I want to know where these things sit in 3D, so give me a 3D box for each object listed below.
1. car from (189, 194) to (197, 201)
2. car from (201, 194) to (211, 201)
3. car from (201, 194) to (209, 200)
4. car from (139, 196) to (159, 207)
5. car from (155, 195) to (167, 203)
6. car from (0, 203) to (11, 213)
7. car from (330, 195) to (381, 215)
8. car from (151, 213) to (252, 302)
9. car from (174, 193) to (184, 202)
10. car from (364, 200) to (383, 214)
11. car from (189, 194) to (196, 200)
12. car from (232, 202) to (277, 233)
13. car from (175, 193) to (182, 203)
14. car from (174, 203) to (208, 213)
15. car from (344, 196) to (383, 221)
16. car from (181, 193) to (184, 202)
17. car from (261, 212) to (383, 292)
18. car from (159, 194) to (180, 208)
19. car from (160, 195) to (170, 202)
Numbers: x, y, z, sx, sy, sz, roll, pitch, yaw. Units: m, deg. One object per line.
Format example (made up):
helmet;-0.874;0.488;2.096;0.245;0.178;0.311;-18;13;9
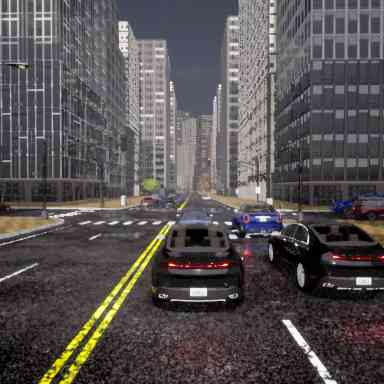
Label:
car;0.219;1.450;80.171;1.812;1.442;4.674;0;0;0
car;3.470;1.520;80.874;1.895;1.301;4.718;0;0;0
car;3.497;1.408;90.808;1.837;1.490;4.892;0;0;0
car;-6.455;1.491;49.034;1.812;1.442;4.674;0;0;2
car;-6.334;1.420;67.643;1.882;1.535;5.008;0;0;0
car;-20.028;1.315;31.783;5.008;1.535;1.882;1;1;1
car;17.298;1.341;34.255;5.566;2.045;2.150;1;1;2
car;0.120;1.501;8.230;1.837;1.490;4.892;0;0;0
car;-3.038;1.154;77.873;2.150;2.045;5.566;0;0;0
car;21.909;1.643;36.767;4.829;1.417;1.752;1;0;1
car;0.246;1.387;90.165;1.882;1.535;5.008;0;0;0
car;3.397;1.342;18.019;2.097;1.767;4.553;0;0;0
car;-3.177;1.460;57.600;1.837;1.490;4.892;0;0;0
car;0.148;1.538;17.785;2.033;1.411;5.357;0;0;0
car;16.278;1.519;28.496;5.009;1.841;2.192;1;0;1
car;-3.090;1.469;67.421;1.812;1.442;4.674;0;0;1
car;3.374;1.500;8.936;1.837;1.490;4.892;0;0;0
car;-3.209;1.471;48.261;1.837;1.490;4.892;0;0;0
car;-6.288;1.453;77.913;1.812;1.442;4.674;0;0;0
